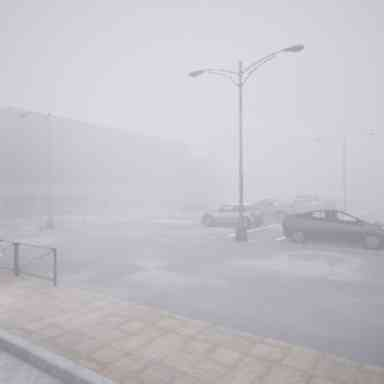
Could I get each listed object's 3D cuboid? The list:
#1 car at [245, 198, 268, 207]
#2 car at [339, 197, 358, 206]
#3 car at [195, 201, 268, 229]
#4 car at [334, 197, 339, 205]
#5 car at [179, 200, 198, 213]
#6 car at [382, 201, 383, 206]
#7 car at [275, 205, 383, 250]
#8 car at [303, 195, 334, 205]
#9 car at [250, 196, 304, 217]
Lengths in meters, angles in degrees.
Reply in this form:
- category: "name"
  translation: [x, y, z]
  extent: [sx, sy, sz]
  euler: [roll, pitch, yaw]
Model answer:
- category: "car"
  translation: [11.536, 1.869, 59.074]
  extent: [2.033, 1.411, 5.357]
  euler: [0, 0, 35]
- category: "car"
  translation: [25.380, 1.626, 54.811]
  extent: [3.633, 1.501, 1.845]
  euler: [0, 0, 35]
- category: "car"
  translation: [2.505, 1.484, 21.141]
  extent: [3.806, 1.475, 1.970]
  euler: [0, 0, 35]
- category: "car"
  translation: [14.599, 1.352, 39.674]
  extent: [4.605, 1.855, 1.932]
  euler: [0, 0, 35]
- category: "car"
  translation: [0.302, 1.815, 43.058]
  extent: [2.128, 1.511, 4.902]
  euler: [0, 0, 35]
- category: "car"
  translation: [29.746, 1.591, 48.111]
  extent: [3.806, 1.475, 1.970]
  euler: [0, 0, 35]
- category: "car"
  translation: [6.174, 1.506, 14.095]
  extent: [4.514, 1.523, 2.007]
  euler: [0, 0, 35]
- category: "car"
  translation: [13.268, 1.329, 37.058]
  extent: [3.866, 1.878, 1.905]
  euler: [0, 0, 35]
- category: "car"
  translation: [5.924, 1.407, 26.582]
  extent: [5.027, 1.636, 2.152]
  euler: [0, 0, 35]
